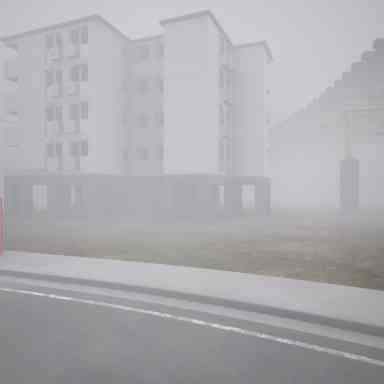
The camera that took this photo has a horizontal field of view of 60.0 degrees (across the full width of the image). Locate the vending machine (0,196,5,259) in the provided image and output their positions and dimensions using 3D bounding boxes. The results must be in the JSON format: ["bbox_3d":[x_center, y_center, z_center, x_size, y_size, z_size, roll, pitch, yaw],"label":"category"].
[{"bbox_3d":[-6.995,1.195,10.984,0.880,2.100,1.100,0,0,21],"label":"vending machine"}]
